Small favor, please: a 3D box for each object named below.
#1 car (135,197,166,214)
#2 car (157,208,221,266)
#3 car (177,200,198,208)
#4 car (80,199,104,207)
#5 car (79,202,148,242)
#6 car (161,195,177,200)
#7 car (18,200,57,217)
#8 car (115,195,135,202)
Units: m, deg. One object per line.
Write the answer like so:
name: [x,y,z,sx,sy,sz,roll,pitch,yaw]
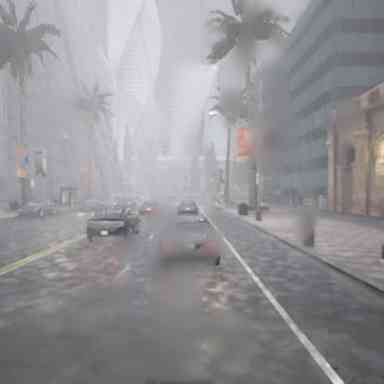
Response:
car: [-3.909,1.495,31.928,1.994,1.385,4.181,0,0,-1]
car: [-0.084,1.517,11.438,2.033,1.411,5.357,0,0,-1]
car: [-0.409,1.480,31.977,1.994,1.385,4.181,0,0,-1]
car: [-11.189,1.474,37.544,1.812,1.442,4.674,0,0,-1]
car: [-3.652,1.464,16.112,2.128,1.511,4.902,0,0,-1]
car: [-5.514,1.257,78.463,1.895,1.301,4.718,0,0,28]
car: [-14.069,1.460,30.569,2.231,1.521,4.892,0,0,-1]
car: [-7.701,1.283,38.372,2.097,1.767,4.553,0,0,-1]
